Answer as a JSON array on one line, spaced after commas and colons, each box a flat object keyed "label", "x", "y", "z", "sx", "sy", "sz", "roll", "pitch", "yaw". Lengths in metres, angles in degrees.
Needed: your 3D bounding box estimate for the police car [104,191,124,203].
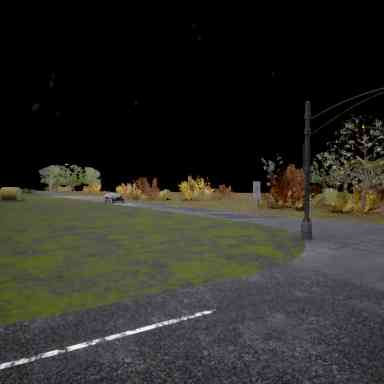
[{"label": "police car", "x": -11.649, "y": 0.744, "z": 49.739, "sx": 1.930, "sy": 1.638, "sz": 5.238, "roll": 1, "pitch": 0, "yaw": -32}]
